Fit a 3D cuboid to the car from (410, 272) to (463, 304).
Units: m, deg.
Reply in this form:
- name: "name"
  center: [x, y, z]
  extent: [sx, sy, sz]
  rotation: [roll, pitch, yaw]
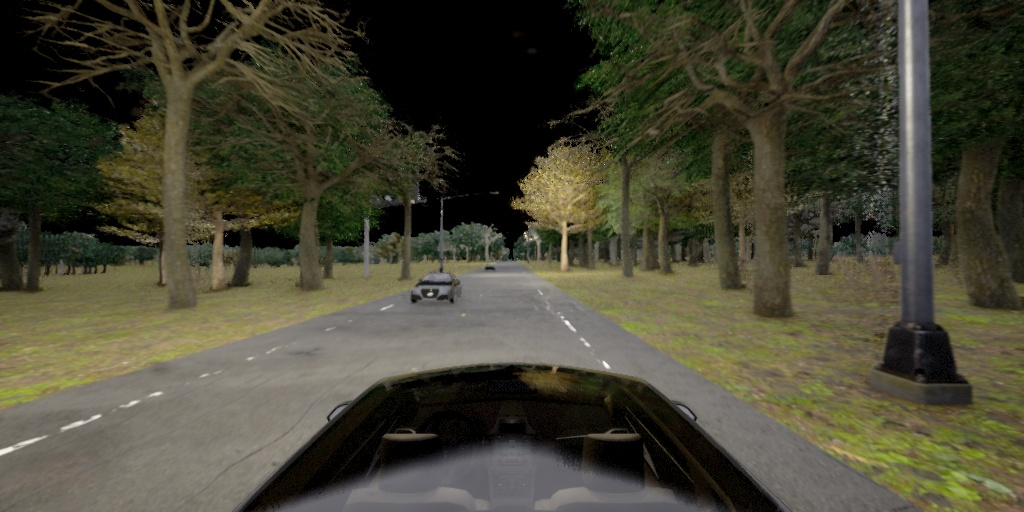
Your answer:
- name: "car"
  center: [-3.600, 1.506, 17.749]
  extent: [1.994, 1.385, 4.181]
  rotation: [0, -1, 0]

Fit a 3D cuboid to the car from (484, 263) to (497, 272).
- name: "car"
  center: [-3.534, 1.887, 59.115]
  extent: [1.895, 1.301, 4.718]
  rotation: [0, 0, 1]
